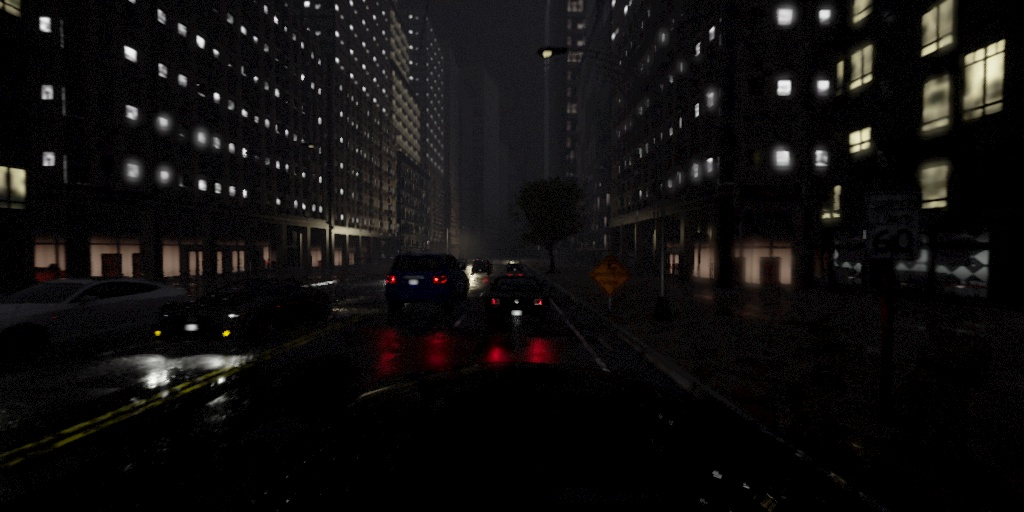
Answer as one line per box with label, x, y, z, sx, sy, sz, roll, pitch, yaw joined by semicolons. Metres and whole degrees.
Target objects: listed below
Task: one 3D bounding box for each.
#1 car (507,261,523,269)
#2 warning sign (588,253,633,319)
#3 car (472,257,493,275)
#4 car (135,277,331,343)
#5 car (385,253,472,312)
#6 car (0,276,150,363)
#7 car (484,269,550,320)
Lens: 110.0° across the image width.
car;0.338;1.202;42.664;1.895;1.301;4.718;0;0;0
warning sign;2.893;0.841;10.684;1.300;1.860;1.060;0;0;0
car;-2.966;1.107;36.191;2.128;1.511;4.902;0;0;1
car;-6.563;1.265;9.340;1.994;1.385;4.181;0;0;0
car;-3.084;0.915;13.967;2.150;2.045;5.566;0;0;0
car;-9.821;1.221;8.123;1.812;1.442;4.674;0;0;0
car;0.158;1.312;12.341;1.895;1.301;4.718;0;0;1
